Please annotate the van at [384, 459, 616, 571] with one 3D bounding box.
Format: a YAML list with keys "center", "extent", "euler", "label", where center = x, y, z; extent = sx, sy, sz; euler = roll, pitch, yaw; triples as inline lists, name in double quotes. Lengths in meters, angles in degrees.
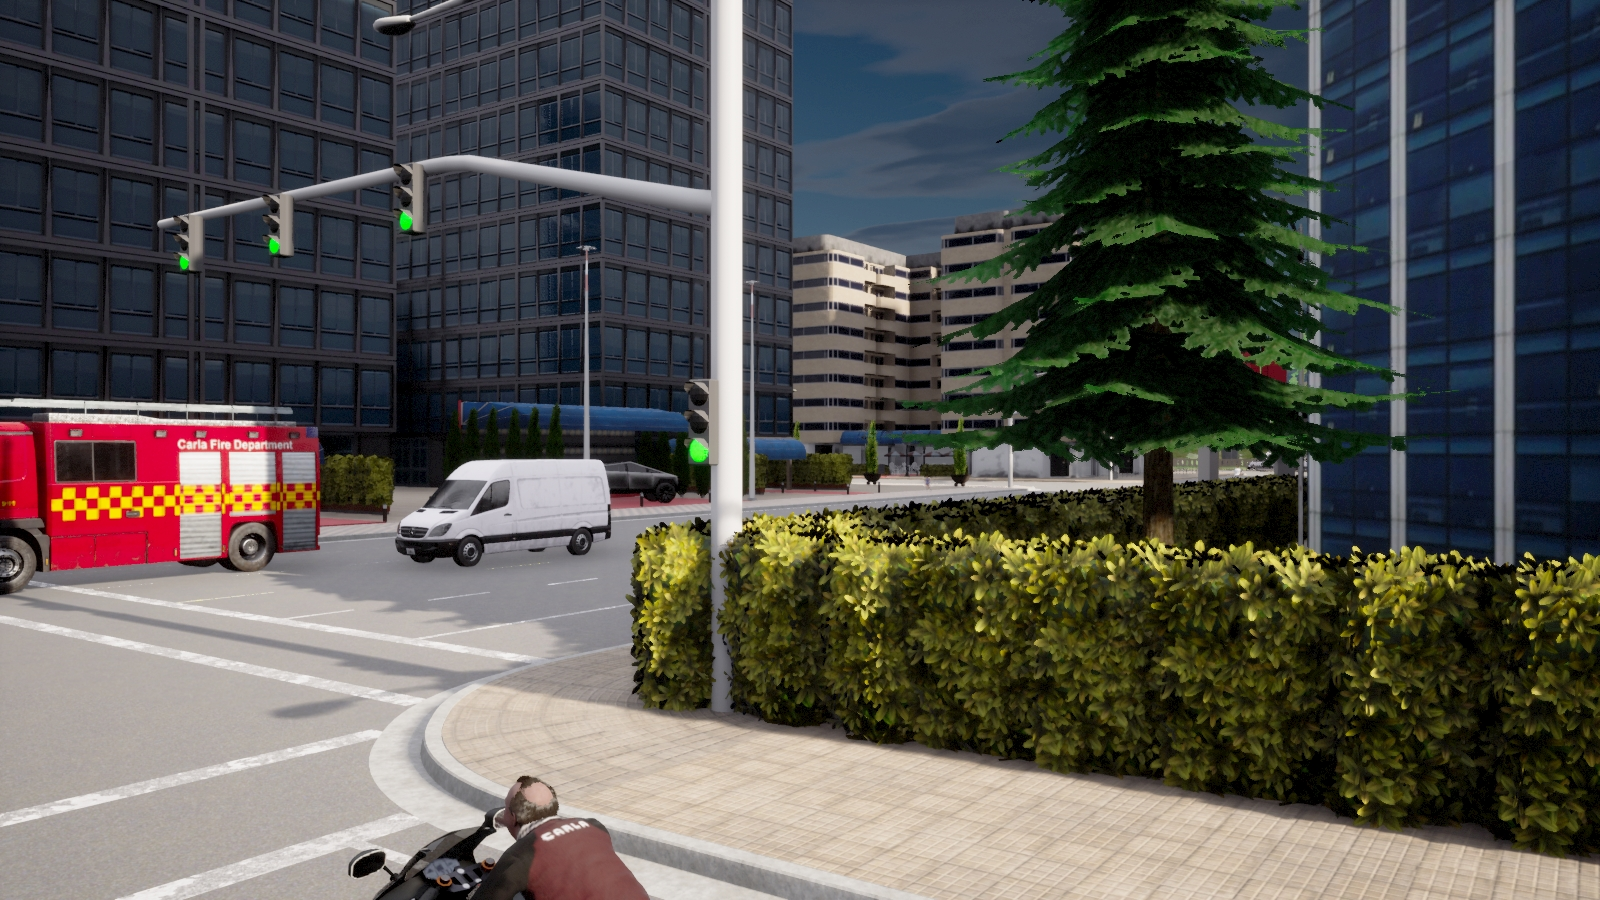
- center: [-7.573, 1.533, 29.577]
  extent: [1.988, 2.561, 5.915]
  euler: [0, 0, 35]
  label: "van"

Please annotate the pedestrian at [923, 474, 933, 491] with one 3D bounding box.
- center: [8.133, 2.074, 72.667]
  extent: [0.500, 1.100, 0.500]
  euler: [0, 0, 33]
  label: "pedestrian"

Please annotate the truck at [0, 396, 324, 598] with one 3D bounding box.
- center: [-14.959, 0.889, 24.598]
  extent: [2.891, 3.827, 8.468]
  euler: [0, 0, 34]
  label: "truck"

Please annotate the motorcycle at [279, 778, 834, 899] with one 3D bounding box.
- center: [-1.027, 2.205, 4.504]
  extent: [2.209, 1.251, 0.867]
  euler: [0, 0, 35]
  label: "motorcycle"
